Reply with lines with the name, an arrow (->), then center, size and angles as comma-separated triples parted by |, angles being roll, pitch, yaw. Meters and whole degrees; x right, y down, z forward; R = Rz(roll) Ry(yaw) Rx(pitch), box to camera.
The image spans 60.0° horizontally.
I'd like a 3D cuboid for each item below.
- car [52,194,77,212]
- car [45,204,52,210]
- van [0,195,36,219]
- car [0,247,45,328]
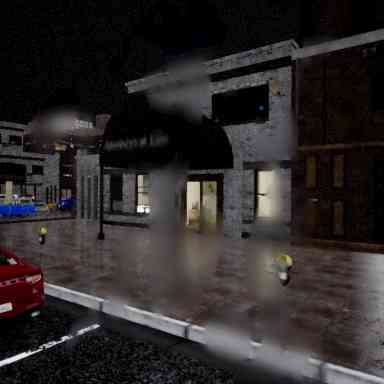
car -> -13.906, 1.284, 41.228 | 2.150, 2.045, 5.566 | 0, 0, 36
car -> -16.227, 1.569, 42.442 | 1.752, 1.417, 4.829 | 0, 0, 35
van -> -15.623, 1.413, 28.713 | 1.690, 1.788, 3.998 | 0, 0, 35
car -> -4.531, 1.544, 6.099 | 4.507, 1.381, 1.887 | 0, 0, 35
